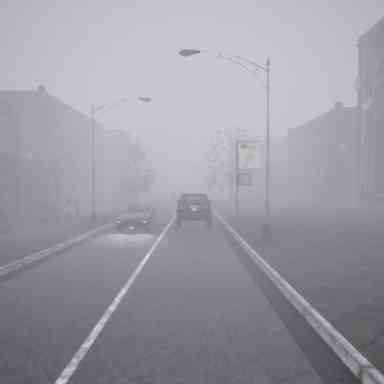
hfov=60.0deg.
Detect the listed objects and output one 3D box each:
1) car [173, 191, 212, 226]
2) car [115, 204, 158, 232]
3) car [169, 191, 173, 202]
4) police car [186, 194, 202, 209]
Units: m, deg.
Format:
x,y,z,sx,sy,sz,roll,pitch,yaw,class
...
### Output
x,y,z,sx,sy,sz,roll,pitch,yaw,class
0.146,1.075,21.951,2.150,2.045,5.566,0,1,1,car
-3.080,1.418,19.606,2.033,1.411,5.357,0,0,0,car
-2.808,0.781,59.929,2.150,2.045,5.566,0,0,1,car
0.240,1.122,41.913,1.930,1.638,5.238,0,1,0,police car
